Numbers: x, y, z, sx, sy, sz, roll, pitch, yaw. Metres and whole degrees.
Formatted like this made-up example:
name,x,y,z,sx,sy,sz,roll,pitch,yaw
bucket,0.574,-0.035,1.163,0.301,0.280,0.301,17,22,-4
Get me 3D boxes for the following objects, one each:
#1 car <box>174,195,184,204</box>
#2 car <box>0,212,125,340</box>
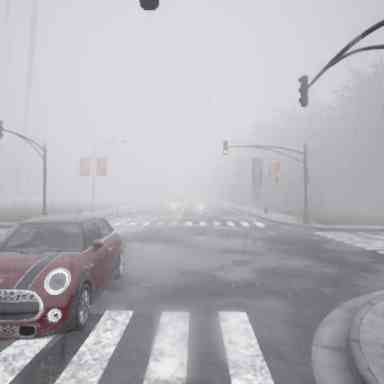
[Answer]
name,x,y,z,sx,sy,sz,roll,pitch,yaw
car,-2.998,1.607,77.453,2.150,2.045,5.566,0,0,0
car,-2.774,1.298,6.771,2.097,1.767,4.553,0,0,0
